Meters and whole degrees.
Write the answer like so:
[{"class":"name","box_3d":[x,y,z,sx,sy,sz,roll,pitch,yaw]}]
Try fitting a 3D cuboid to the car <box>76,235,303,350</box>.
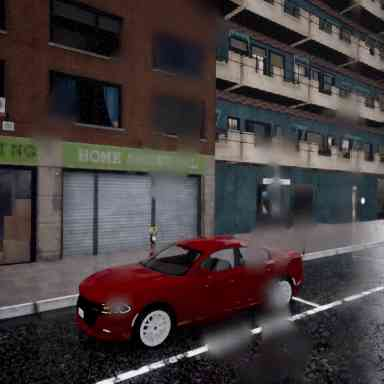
[{"class":"car","box_3d":[0.190,1.545,6.224,4.507,1.381,1.887,0,1,-35]}]
